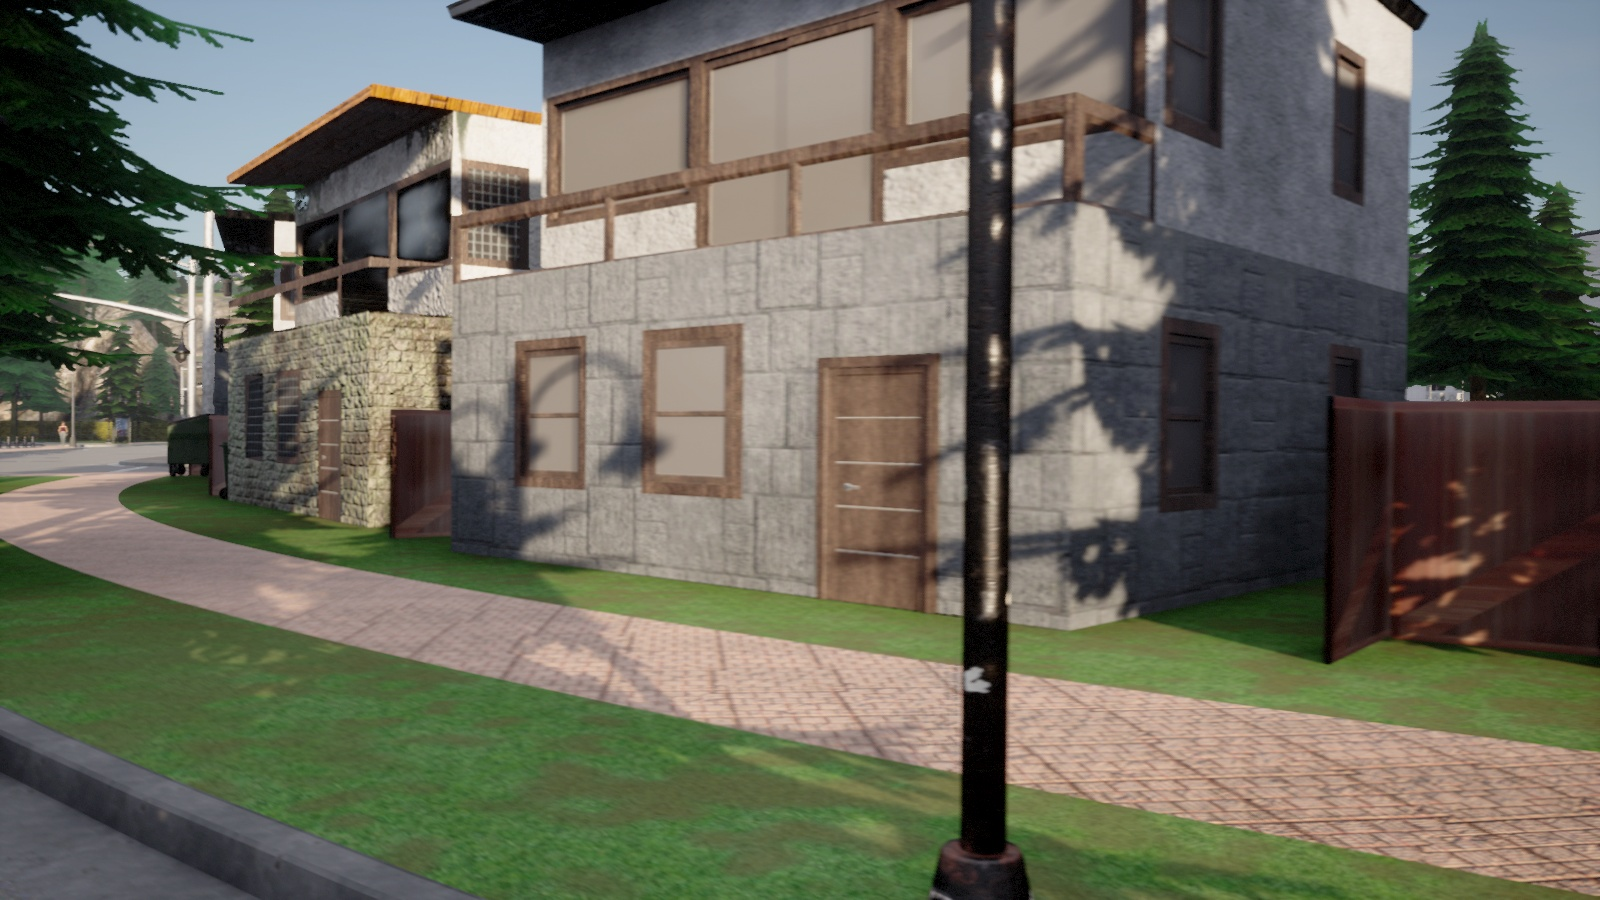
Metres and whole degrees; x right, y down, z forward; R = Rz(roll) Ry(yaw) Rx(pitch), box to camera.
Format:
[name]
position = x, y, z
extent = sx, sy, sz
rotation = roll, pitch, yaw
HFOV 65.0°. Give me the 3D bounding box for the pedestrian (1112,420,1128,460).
[pedestrian]
position = 14.920, -0.469, 58.546
extent = 0.634, 1.846, 0.331
rotation = -1, 1, -9
